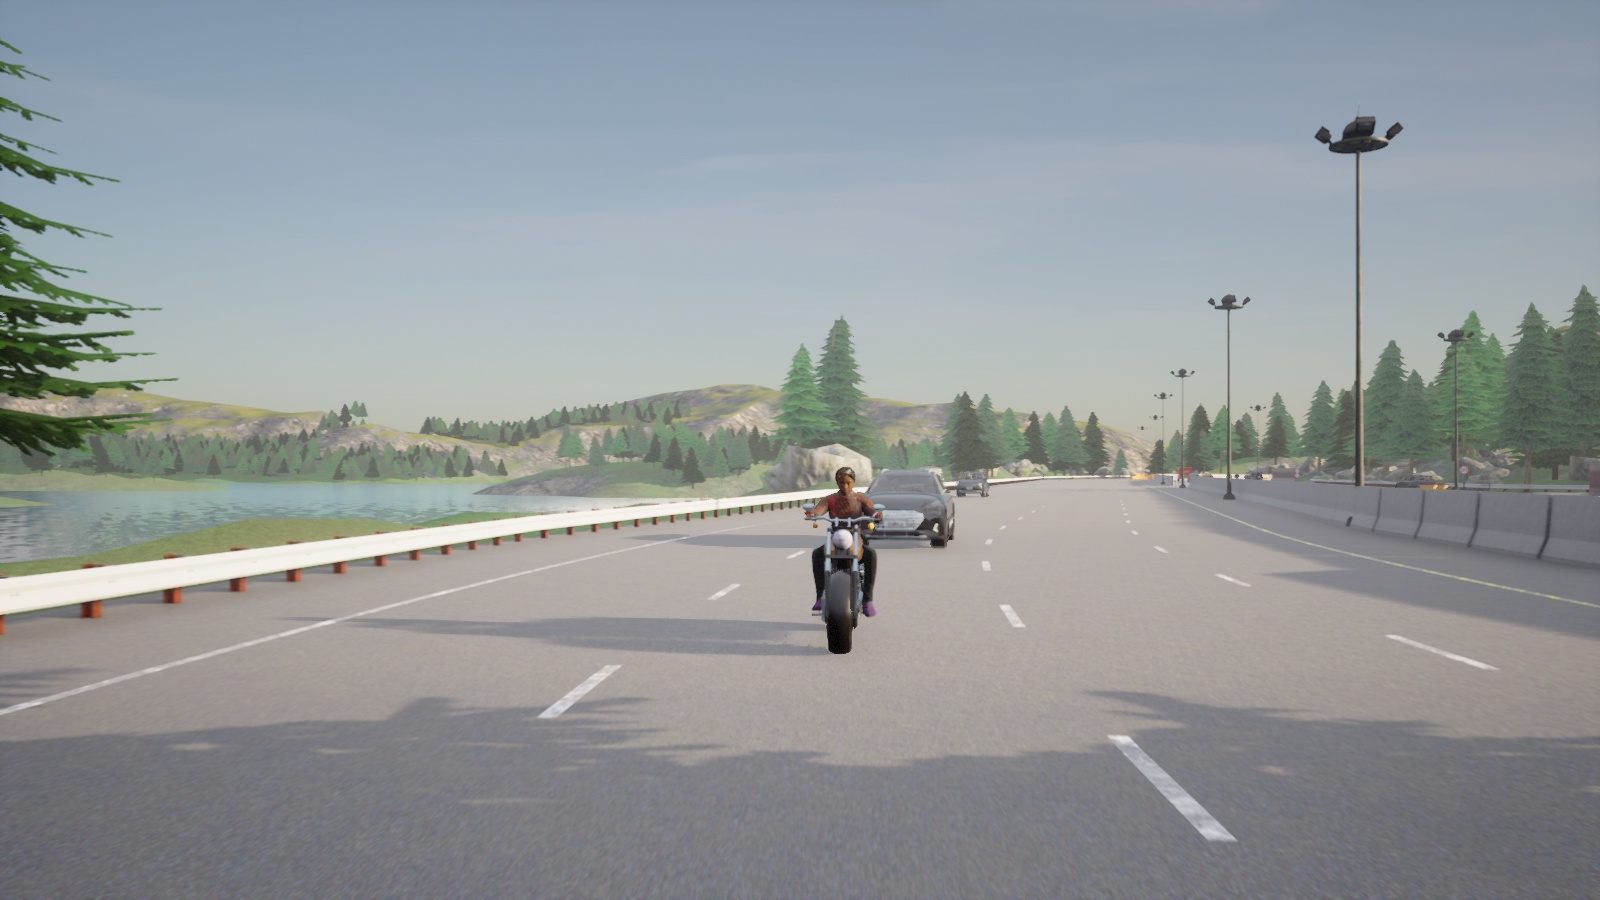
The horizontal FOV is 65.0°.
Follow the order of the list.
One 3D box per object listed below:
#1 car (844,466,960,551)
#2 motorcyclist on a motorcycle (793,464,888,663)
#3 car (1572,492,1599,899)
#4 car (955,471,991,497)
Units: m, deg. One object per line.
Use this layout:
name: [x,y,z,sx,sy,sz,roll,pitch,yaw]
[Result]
car: [2.290,1.187,27.052,2.033,1.649,4.856,-1,-1,10]
motorcyclist on a motorcycle: [0.413,0.958,11.603,0.766,1.649,2.350,0,-1,4]
car: [3.483,0.835,1.741,1.837,1.490,4.892,-1,-1,1]
car: [10.557,2.035,76.644,1.789,1.549,3.705,0,-1,14]
